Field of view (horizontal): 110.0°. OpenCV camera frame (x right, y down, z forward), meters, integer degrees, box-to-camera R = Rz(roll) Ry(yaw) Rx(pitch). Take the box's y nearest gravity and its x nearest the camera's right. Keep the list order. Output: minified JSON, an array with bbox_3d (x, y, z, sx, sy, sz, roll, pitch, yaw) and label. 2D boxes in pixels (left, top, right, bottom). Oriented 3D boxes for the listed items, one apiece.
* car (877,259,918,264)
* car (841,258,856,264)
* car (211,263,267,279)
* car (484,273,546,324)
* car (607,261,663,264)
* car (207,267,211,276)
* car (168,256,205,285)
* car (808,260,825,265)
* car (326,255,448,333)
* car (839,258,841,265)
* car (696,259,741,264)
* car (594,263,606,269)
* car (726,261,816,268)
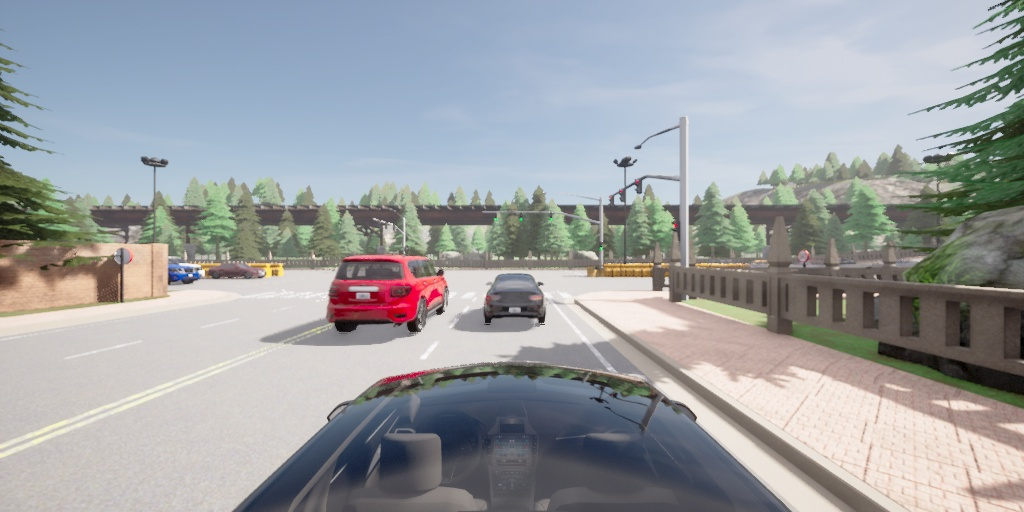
[{"bbox_3d":[42.066,1.068,39.440,5.357,1.411,2.033,-3,0,0],"label":"car"},{"bbox_3d":[41.622,1.064,46.440,4.892,1.490,1.837,-3,0,0],"label":"car"},{"bbox_3d":[-24.893,1.352,32.508,4.674,1.442,1.812,0,0,0],"label":"car"},{"bbox_3d":[0.095,1.301,11.982,1.812,1.442,4.674,0,0,0],"label":"car"},{"bbox_3d":[13.424,1.321,39.523,5.008,1.535,1.882,0,0,0],"label":"car"},{"bbox_3d":[-28.269,1.039,29.025,5.566,2.045,2.150,0,0,0],"label":"car"},{"bbox_3d":[-25.650,1.030,25.507,5.566,2.045,2.150,0,0,-1],"label":"car"},{"bbox_3d":[31.433,1.430,39.463,4.718,1.301,1.895,0,0,0],"label":"car"},{"bbox_3d":[-3.427,0.997,10.951,2.150,2.045,5.566,0,0,0],"label":"car"},{"bbox_3d":[35.701,1.243,42.957,5.008,1.535,1.882,-1,0,0],"label":"car"},{"bbox_3d":[22.445,1.195,39.485,4.553,1.767,2.097,0,0,0],"label":"car"},{"bbox_3d":[13.153,1.352,46.523,4.902,1.511,2.128,0,0,0],"label":"car"},{"bbox_3d":[20.679,1.364,28.787,5.357,1.411,2.033,0,0,0],"label":"car"}]
